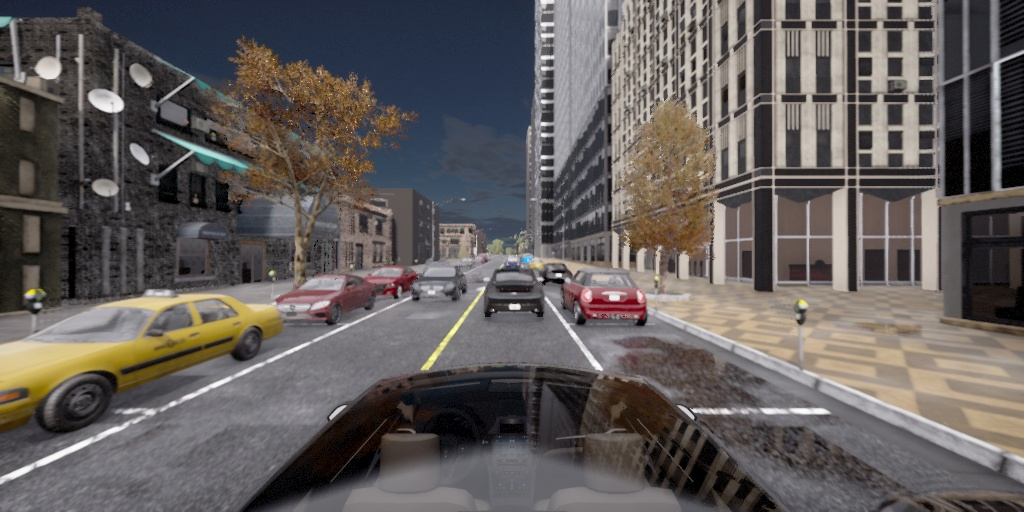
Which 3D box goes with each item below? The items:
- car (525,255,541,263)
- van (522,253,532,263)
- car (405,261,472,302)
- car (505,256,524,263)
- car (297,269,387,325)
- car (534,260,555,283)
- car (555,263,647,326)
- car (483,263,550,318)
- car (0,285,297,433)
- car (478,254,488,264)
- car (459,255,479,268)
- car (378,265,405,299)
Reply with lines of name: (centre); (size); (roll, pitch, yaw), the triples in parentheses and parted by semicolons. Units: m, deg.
car: (2.663, 0.881, 39.680); (1.751, 1.417, 4.829); (0, 0, 0)
van: (2.665, 0.462, 62.085); (1.690, 1.789, 3.998); (0, 0, 0)
car: (-3.096, 1.124, 16.132); (1.812, 1.442, 4.674); (0, 1, 0)
car: (0.108, 0.927, 42.361); (1.895, 1.301, 4.718); (0, 1, 0)
car: (-5.688, 1.231, 11.347); (1.802, 1.307, 4.207); (0, 0, 0)
car: (2.661, 1.098, 22.579); (1.948, 1.339, 4.313); (0, 0, 0)
car: (2.659, 1.089, 11.291); (1.967, 1.591, 4.097); (0, 0, 0)
car: (0.051, 1.143, 12.368); (1.837, 1.490, 4.892); (0, 1, -1)
car: (-5.689, 1.233, 5.534); (1.751, 1.417, 4.829); (0, 0, 0)
car: (-5.683, 0.703, 62.141); (1.802, 1.307, 4.207); (0, 0, 0)
car: (-5.685, 0.846, 45.210); (2.007, 1.370, 4.403); (0, 0, 0)
car: (-5.688, 1.135, 16.991); (1.888, 1.381, 4.507); (0, 0, 0)
